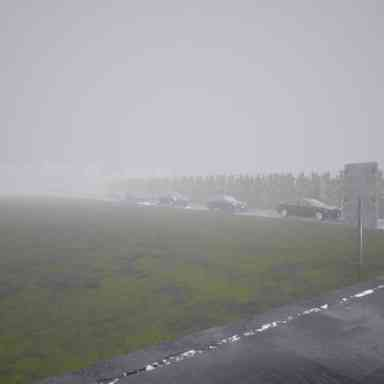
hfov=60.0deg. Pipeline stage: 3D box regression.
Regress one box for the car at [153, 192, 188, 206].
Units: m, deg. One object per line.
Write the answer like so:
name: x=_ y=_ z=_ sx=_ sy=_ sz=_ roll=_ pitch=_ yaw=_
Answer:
car: x=-2.403 y=0.756 z=40.296 sx=2.097 sy=1.767 sz=4.553 roll=1 pitch=1 yaw=-36

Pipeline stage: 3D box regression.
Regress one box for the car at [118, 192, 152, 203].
car: x=-8.384 y=0.773 z=48.648 sx=2.033 sy=1.411 sz=5.357 roll=1 pitch=1 yaw=-35

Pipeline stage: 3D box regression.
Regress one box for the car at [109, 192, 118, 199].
car: x=-13.635 y=0.593 z=60.749 sx=1.994 sy=1.385 sz=4.181 roll=1 pitch=1 yaw=-36

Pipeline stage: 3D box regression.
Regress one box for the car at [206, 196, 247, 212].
car: x=3.288 y=1.101 z=32.390 sx=1.812 sy=1.442 sz=4.674 roll=1 pitch=1 yaw=-36

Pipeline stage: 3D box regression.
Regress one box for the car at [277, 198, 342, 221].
car: x=8.655 y=1.217 z=24.862 sx=1.882 sy=1.535 sz=5.008 roll=1 pitch=1 yaw=-34
